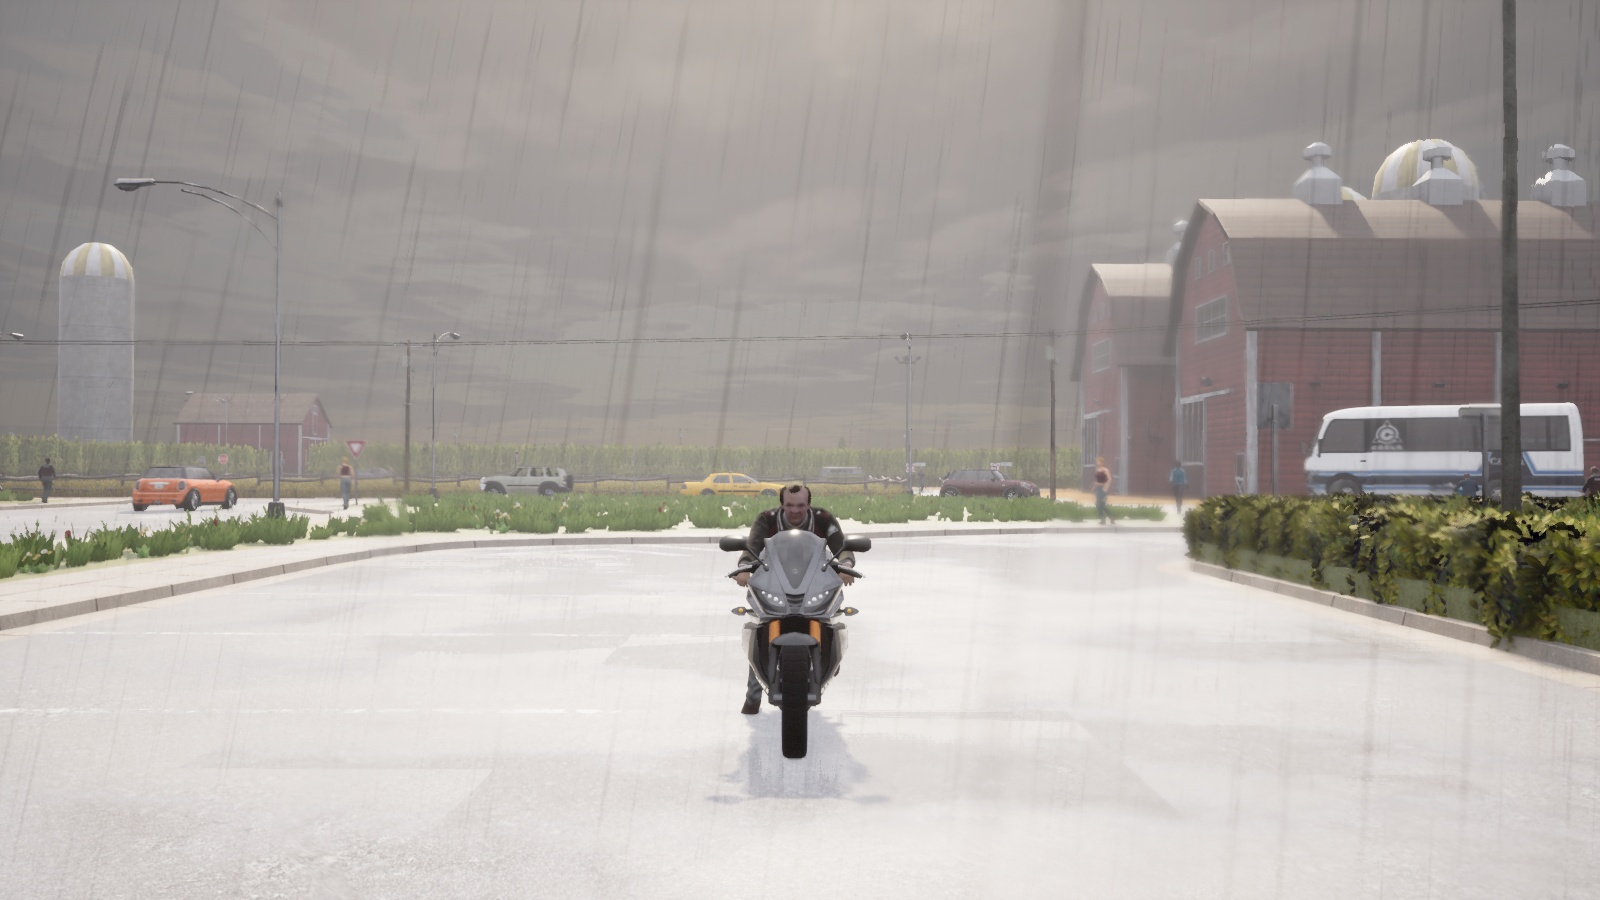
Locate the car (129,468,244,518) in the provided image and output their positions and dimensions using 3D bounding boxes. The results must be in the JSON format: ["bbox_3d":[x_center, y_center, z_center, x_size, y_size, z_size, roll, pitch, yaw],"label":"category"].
[{"bbox_3d":[-22.849,1.551,46.958,2.097,1.767,4.553,0,-1,-1],"label":"car"}]

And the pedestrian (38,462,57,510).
[{"bbox_3d":[-30.037,1.430,50.154,0.402,1.930,0.666,0,-1,-6],"label":"pedestrian"}]

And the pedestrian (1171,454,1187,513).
[{"bbox_3d":[12.650,1.118,41.934,0.396,1.930,0.692,-1,-1,24],"label":"pedestrian"}]

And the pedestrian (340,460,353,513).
[{"bbox_3d":[-15.826,1.267,43.793,0.345,1.836,0.594,0,-1,-28],"label":"pedestrian"}]

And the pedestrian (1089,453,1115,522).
[{"bbox_3d":[8.063,0.999,33.537,0.594,1.836,0.345,0,-1,-30],"label":"pedestrian"}]

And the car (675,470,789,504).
[{"bbox_3d":[-3.219,1.778,60.367,5.366,1.575,1.801,0,-1,0],"label":"car"}]

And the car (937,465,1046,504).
[{"bbox_3d":[8.877,1.589,58.289,4.553,1.767,2.097,-1,-1,26],"label":"car"}]

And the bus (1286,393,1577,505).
[{"bbox_3d":[25.555,0.112,51.636,10.273,4.253,3.944,-1,-3,22],"label":"bus"}]

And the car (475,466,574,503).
[{"bbox_3d":[-13.992,1.757,63.893,4.605,1.855,1.932,0,-1,0],"label":"car"}]

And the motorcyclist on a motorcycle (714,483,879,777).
[{"bbox_3d":[-0.023,0.979,7.742,0.866,1.530,2.191,0,-1,0],"label":"motorcyclist on a motorcycle"}]
